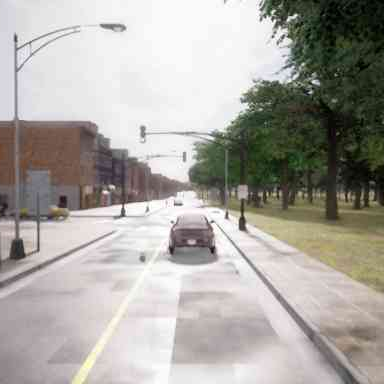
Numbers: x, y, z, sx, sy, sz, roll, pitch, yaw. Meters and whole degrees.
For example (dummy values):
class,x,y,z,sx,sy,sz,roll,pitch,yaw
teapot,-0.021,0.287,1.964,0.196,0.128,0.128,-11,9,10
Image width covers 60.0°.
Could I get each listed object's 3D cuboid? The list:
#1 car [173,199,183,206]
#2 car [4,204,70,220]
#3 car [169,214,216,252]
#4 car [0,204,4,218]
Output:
class,x,y,z,sx,sy,sz,roll,pitch,yaw
car,-2.744,2.192,67.873,2.033,1.411,5.357,0,-1,0
car,-13.259,1.624,29.031,4.829,1.417,1.752,0,1,0
car,0.008,1.661,14.377,1.812,1.442,4.674,0,0,0
car,-18.629,1.506,28.999,4.097,1.590,1.967,0,1,0
